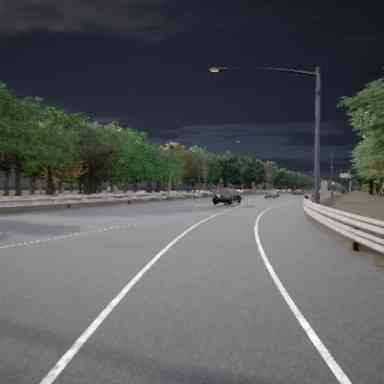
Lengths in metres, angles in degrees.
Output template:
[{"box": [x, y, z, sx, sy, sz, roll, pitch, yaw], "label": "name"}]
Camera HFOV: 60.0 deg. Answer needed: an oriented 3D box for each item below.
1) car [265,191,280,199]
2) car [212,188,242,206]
[{"box": [15.160, 0.505, 62.528, 2.033, 1.411, 5.357, 1, 1, 26], "label": "car"}, {"box": [4.234, 0.570, 39.931, 2.150, 2.045, 5.566, 1, 1, 26], "label": "car"}]
